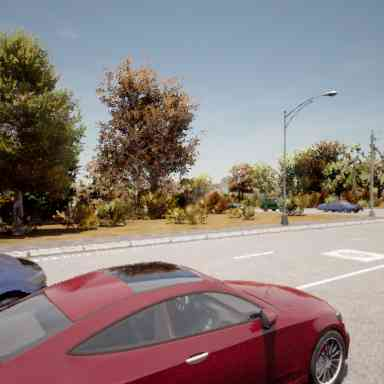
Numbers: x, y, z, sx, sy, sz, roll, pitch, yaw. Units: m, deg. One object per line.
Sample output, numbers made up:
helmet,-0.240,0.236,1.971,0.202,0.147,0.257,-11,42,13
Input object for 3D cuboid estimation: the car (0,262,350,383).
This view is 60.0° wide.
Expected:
car,-0.234,1.526,3.577,4.674,1.442,1.812,0,0,-35

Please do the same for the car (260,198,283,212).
car,12.605,1.867,49.302,2.150,2.045,5.566,0,-3,-32

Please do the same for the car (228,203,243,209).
car,7.222,2.656,57.927,2.128,1.511,4.902,0,-3,-32

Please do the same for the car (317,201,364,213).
car,18.016,1.815,40.650,2.033,1.411,5.357,0,-2,-32

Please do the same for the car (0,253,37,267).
car,-4.474,1.564,5.095,4.181,1.385,1.994,0,0,-35
